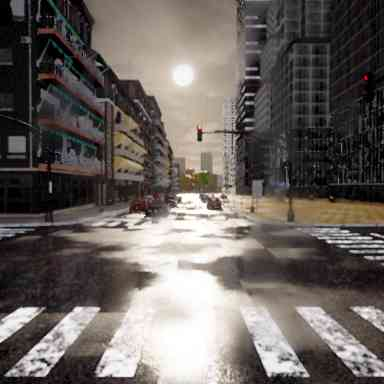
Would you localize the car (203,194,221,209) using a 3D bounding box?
[{"bbox_3d":[2.718,1.355,41.802,1.887,1.381,4.507,-1,0,0],"label":"car"}]

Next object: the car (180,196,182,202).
[{"bbox_3d":[-2.888,1.345,64.551,1.895,1.301,4.718,0,0,0],"label":"car"}]

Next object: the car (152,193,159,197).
[{"bbox_3d":[-5.630,1.250,41.759,1.967,1.590,4.097,-1,0,0],"label":"car"}]

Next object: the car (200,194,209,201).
[{"bbox_3d":[2.777,1.212,75.696,1.887,1.381,4.507,-1,0,0],"label":"car"}]

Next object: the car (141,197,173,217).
[{"bbox_3d":[-3.047,1.425,30.008,1.994,1.385,4.181,0,0,0],"label":"car"}]

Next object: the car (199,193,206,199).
[{"bbox_3d":[2.806,1.124,92.813,1.752,1.417,4.829,-1,0,0],"label":"car"}]

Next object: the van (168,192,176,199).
[{"bbox_3d":[-5.544,0.940,92.598,1.690,1.788,3.998,-1,0,0],"label":"van"}]

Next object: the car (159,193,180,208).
[{"bbox_3d":[-3.010,1.300,45.265,1.837,1.490,4.892,0,0,0],"label":"car"}]

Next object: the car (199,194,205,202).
[{"bbox_3d":[2.758,1.266,64.398,2.008,1.369,4.403,-1,0,0],"label":"car"}]

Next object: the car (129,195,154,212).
[{"bbox_3d":[-5.638,1.380,36.111,1.887,1.381,4.507,-1,0,0],"label":"car"}]
